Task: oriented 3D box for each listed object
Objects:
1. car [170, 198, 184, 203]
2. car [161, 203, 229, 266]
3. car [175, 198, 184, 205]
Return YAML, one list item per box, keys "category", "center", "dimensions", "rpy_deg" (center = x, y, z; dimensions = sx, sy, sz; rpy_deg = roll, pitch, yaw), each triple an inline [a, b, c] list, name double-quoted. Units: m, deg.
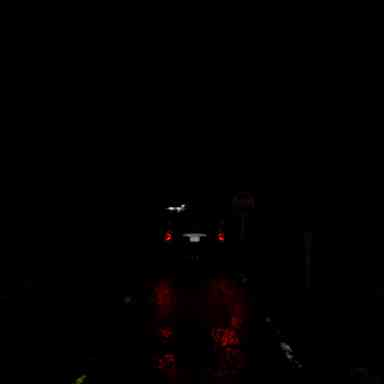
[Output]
- category: "car"
  center: [-2.727, 1.907, 56.426]
  dimensions: [2.033, 1.411, 5.357]
  rpy_deg: [0, 0, 1]
- category: "car"
  center: [0.137, 1.436, 12.012]
  dimensions: [2.097, 1.767, 4.553]
  rpy_deg: [0, 0, 2]
- category: "car"
  center: [-2.651, 1.959, 71.740]
  dimensions: [1.812, 1.442, 4.674]
  rpy_deg: [0, 0, 0]
